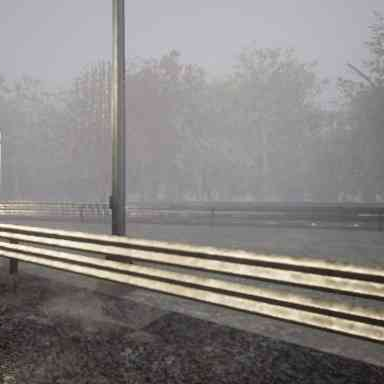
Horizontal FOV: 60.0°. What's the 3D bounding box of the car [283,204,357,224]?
[{"bbox_3d":[9.649,1.621,25.348,5.357,1.411,2.033,0,0,15],"label":"car"}]
